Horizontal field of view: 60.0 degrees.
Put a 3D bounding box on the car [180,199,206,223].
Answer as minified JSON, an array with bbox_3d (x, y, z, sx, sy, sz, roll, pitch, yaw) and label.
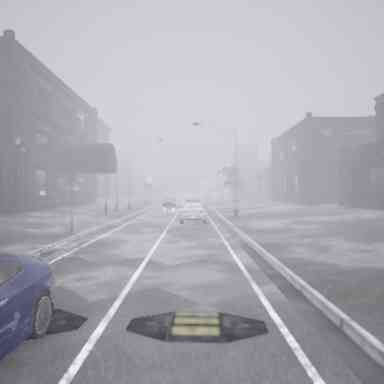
[{"bbox_3d":[0.086,1.492,24.868,1.812,1.442,4.674,0,0,0],"label":"car"}]

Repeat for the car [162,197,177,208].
[{"bbox_3d":[-3.098,1.419,46.313,2.033,1.411,5.357,0,0,0],"label":"car"}]

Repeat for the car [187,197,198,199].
[{"bbox_3d":[0.076,1.394,43.070,2.163,1.488,4.792,0,0,0],"label":"car"}]

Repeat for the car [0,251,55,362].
[{"bbox_3d":[-3.093,1.479,3.650,1.812,1.442,4.674,0,2,0],"label":"car"}]
